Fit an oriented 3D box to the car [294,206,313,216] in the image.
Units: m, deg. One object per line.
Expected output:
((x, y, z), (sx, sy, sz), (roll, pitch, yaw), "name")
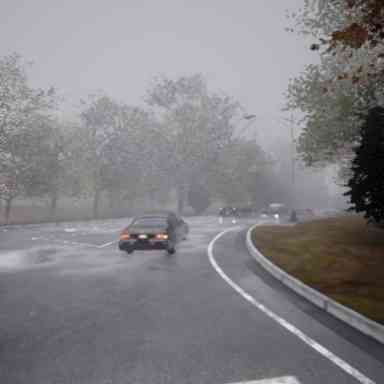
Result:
((16.247, 2.767, 48.634), (1.994, 1.385, 4.181), (-1, -4, 37), "car")

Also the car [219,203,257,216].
((4.621, 1.711, 32.932), (1.895, 1.301, 4.718), (-1, -2, 37), "car")

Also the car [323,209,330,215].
((25.738, 3.844, 61.410), (1.882, 1.535, 5.008), (0, -4, 36), "car")

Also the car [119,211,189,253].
((-1.312, 1.489, 13.367), (2.033, 1.411, 5.357), (-1, 0, 7), "car")

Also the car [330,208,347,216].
((24.276, 3.272, 53.354), (2.128, 1.511, 4.902), (-1, -4, 36), "car")

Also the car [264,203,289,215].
((10.429, 2.073, 40.781), (1.812, 1.442, 4.674), (0, -4, 36), "car")
